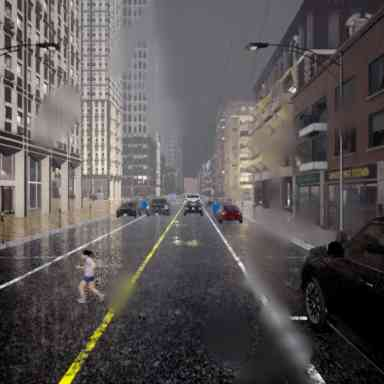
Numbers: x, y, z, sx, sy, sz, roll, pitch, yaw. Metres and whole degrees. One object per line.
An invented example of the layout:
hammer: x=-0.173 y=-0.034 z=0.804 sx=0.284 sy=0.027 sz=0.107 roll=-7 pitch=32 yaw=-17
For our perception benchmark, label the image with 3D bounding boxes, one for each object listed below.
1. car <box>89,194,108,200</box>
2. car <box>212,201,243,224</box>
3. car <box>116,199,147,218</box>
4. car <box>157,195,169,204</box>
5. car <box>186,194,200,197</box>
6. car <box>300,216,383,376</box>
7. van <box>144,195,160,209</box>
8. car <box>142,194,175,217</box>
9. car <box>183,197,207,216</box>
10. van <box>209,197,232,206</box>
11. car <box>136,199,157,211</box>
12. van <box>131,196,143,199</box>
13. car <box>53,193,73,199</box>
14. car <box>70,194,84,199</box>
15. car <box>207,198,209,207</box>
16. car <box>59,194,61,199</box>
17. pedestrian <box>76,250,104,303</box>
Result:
car: x=-21.037 y=1.097 z=74.999 sx=4.097 sy=1.590 sz=1.967 roll=1 pitch=-1 yaw=0
car: x=2.721 y=1.584 z=24.646 sx=1.802 sy=1.307 sz=4.206 roll=0 pitch=0 yaw=0
car: x=-5.652 y=1.569 z=30.305 sx=1.947 sy=1.339 sz=4.313 roll=0 pitch=0 yaw=0
car: x=-5.610 y=1.461 z=64.197 sx=1.967 sy=1.590 sz=4.097 roll=0 pitch=0 yaw=0
car: x=0.129 y=1.231 z=45.095 sx=2.150 sy=2.045 sz=5.566 roll=0 pitch=0 yaw=1
car: x=3.004 y=1.225 z=3.646 sx=2.150 sy=2.045 sz=5.566 roll=0 pitch=0 yaw=0
van: x=-5.631 y=1.351 z=47.251 sx=1.690 sy=1.788 sz=3.998 roll=0 pitch=0 yaw=0
car: x=-3.061 y=1.355 z=31.256 sx=2.097 sy=1.767 sz=4.553 roll=0 pitch=0 yaw=0
car: x=0.131 y=1.550 z=32.775 sx=2.033 sy=1.411 sz=5.357 roll=0 pitch=0 yaw=0
van: x=2.728 y=1.344 z=30.295 sx=1.690 sy=1.788 sz=3.998 roll=0 pitch=0 yaw=0
car: x=-5.638 y=1.558 z=41.603 sx=2.008 sy=1.369 sz=4.403 roll=0 pitch=0 yaw=0
van: x=-5.646 y=1.346 z=35.954 sx=1.690 sy=1.788 sz=3.998 roll=0 pitch=0 yaw=0
car: x=-32.258 y=1.016 z=83.365 sx=4.206 sy=1.307 sz=1.802 roll=1 pitch=-1 yaw=0
car: x=-26.614 y=1.132 z=74.991 sx=4.206 sy=1.307 sz=1.802 roll=1 pitch=-1 yaw=0
car: x=2.750 y=1.561 z=47.240 sx=2.008 sy=1.369 sz=4.403 roll=0 pitch=0 yaw=0
car: x=-32.183 y=0.758 z=74.990 sx=5.009 sy=1.841 sz=2.192 roll=1 pitch=-1 yaw=0
pedestrian: x=-2.058 y=1.674 z=6.728 sx=0.500 sy=1.100 sz=0.500 roll=0 pitch=0 yaw=-2
